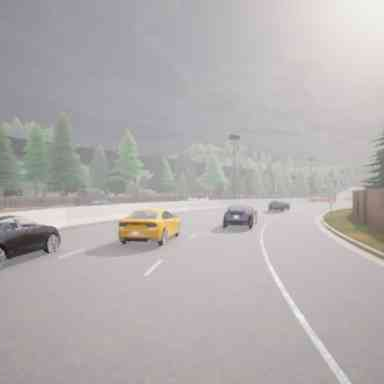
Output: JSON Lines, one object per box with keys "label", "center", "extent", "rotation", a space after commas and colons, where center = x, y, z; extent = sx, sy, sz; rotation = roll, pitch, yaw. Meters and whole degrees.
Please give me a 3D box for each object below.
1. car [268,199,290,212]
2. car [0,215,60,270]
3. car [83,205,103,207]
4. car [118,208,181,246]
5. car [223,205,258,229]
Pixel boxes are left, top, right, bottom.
{"label": "car", "center": [11.087, 1.681, 42.087], "extent": [2.128, 1.511, 4.902], "rotation": [0, 0, 30]}
{"label": "car", "center": [-6.098, 1.474, 10.711], "extent": [2.128, 1.511, 4.902], "rotation": [0, 0, 7]}
{"label": "car", "center": [-10.413, 1.543, 37.292], "extent": [1.812, 1.442, 4.674], "rotation": [0, 0, 21]}
{"label": "car", "center": [-1.828, 1.504, 15.664], "extent": [1.882, 1.535, 5.008], "rotation": [0, 0, 10]}
{"label": "car", "center": [3.358, 1.586, 22.794], "extent": [2.163, 1.488, 4.792], "rotation": [0, 0, 16]}
